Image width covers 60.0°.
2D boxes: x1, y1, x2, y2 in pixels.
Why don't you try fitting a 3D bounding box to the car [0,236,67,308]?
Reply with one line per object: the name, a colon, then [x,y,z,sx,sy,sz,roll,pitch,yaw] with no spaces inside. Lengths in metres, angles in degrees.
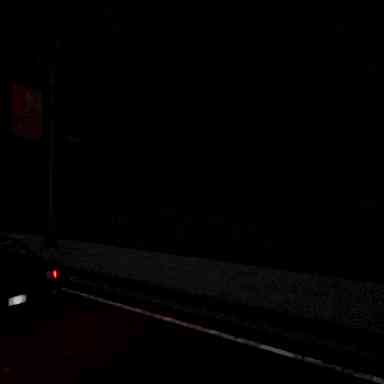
car: [-4.832,1.595,7.102,4.718,1.301,1.895,0,0,36]
